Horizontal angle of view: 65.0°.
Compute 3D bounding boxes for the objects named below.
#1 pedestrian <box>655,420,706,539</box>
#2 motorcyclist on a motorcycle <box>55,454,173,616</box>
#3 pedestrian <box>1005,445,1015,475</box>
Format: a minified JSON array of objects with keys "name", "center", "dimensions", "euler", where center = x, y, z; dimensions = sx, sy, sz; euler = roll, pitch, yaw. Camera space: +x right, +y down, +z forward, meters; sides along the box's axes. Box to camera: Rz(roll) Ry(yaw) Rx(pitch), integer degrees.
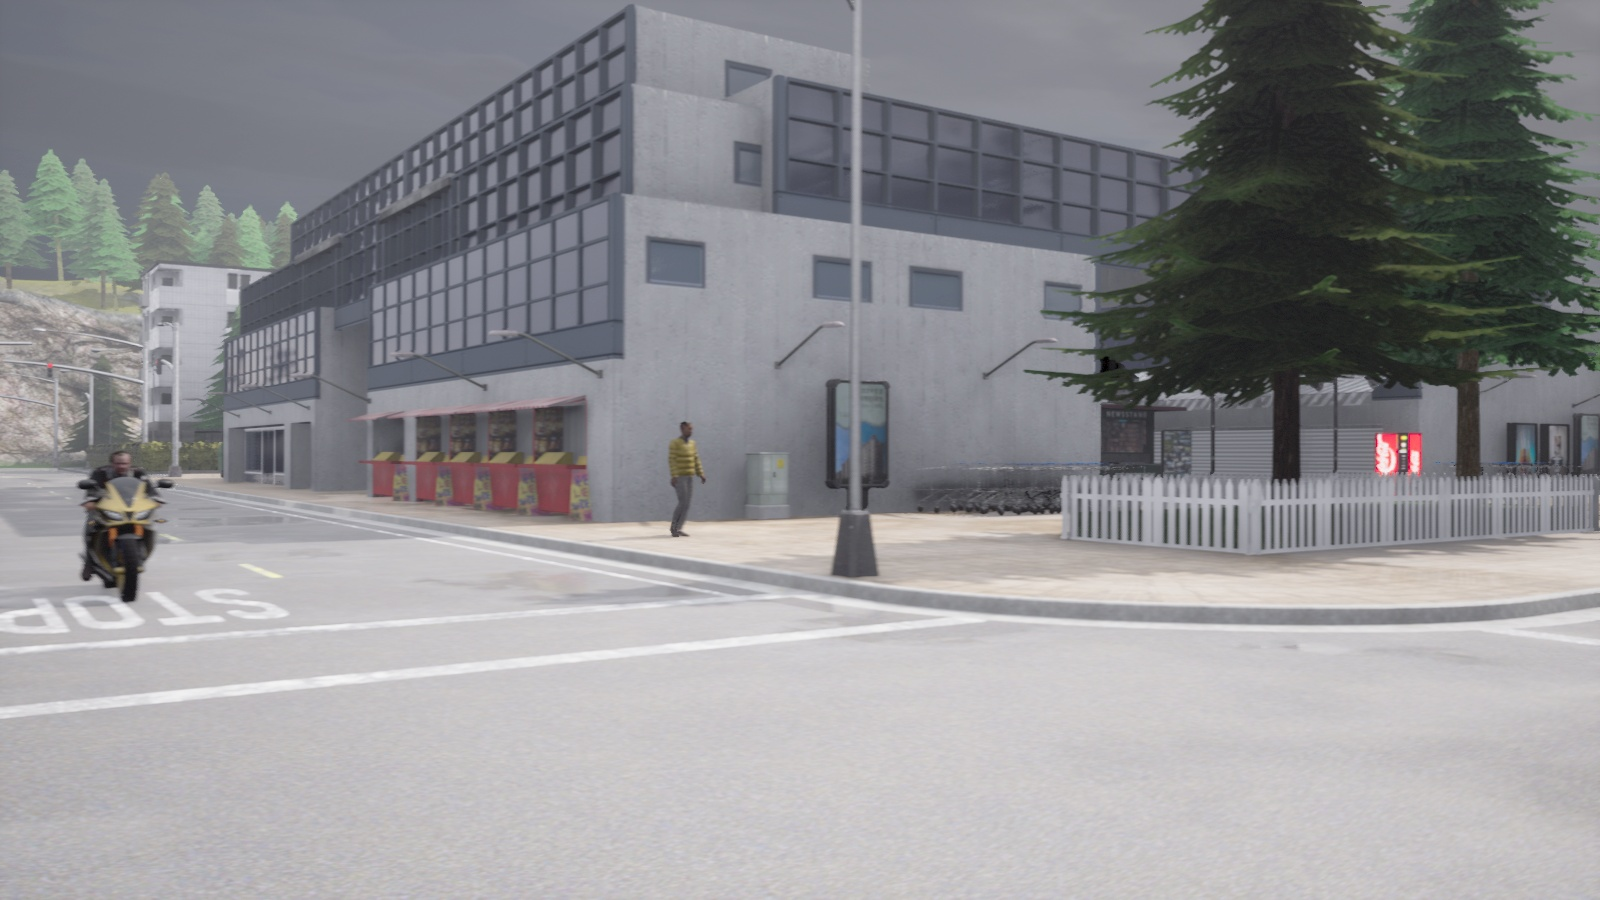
[{"name":"pedestrian","center":[-1.886,0.453,19.752],"dimensions":[0.709,1.840,0.431],"euler":[0,0,43]},{"name":"motorcyclist on a motorcycle","center":[-7.153,0.817,13.043],"dimensions":[0.866,1.530,2.191],"euler":[0,-1,-34]},{"name":"pedestrian","center":[12.784,0.625,76.471],"dimensions":[0.345,1.836,0.594],"euler":[0,0,-28]}]
